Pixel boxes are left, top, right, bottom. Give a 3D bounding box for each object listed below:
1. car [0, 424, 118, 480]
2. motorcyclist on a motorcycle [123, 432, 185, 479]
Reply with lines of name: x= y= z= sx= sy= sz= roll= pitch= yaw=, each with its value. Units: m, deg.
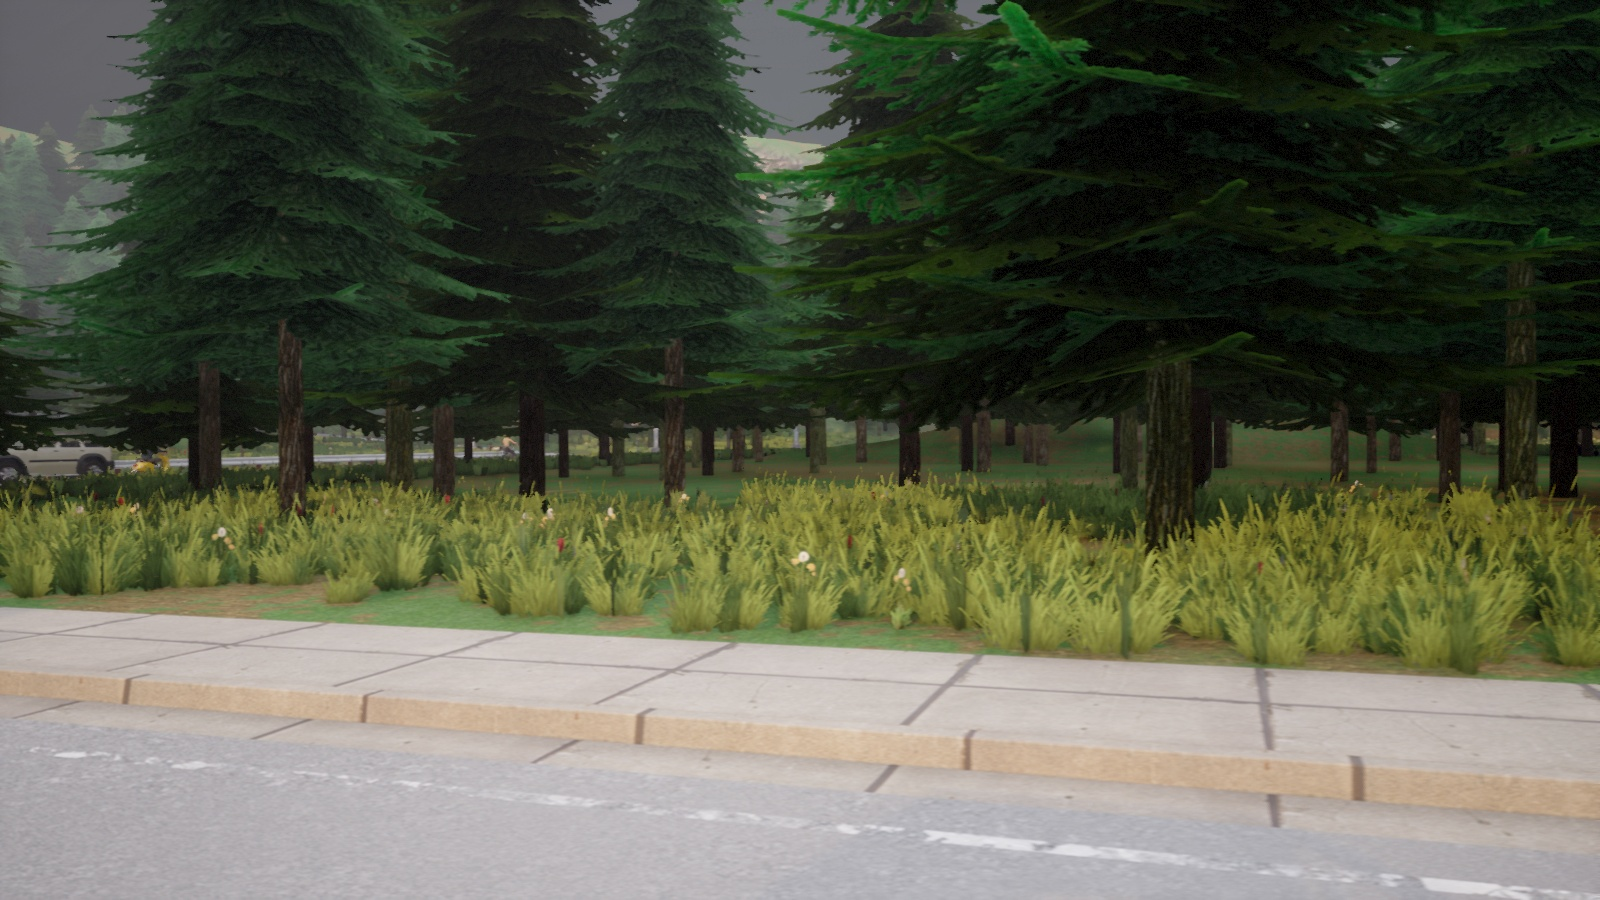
car: x=-26.436 y=0.025 z=43.505 sx=1.932 sy=1.855 sz=4.605 roll=0 pitch=1 yaw=31
motorcyclist on a motorcycle: x=-22.197 y=0.162 z=43.176 sx=0.866 sy=1.590 sz=1.817 roll=0 pitch=1 yaw=18
